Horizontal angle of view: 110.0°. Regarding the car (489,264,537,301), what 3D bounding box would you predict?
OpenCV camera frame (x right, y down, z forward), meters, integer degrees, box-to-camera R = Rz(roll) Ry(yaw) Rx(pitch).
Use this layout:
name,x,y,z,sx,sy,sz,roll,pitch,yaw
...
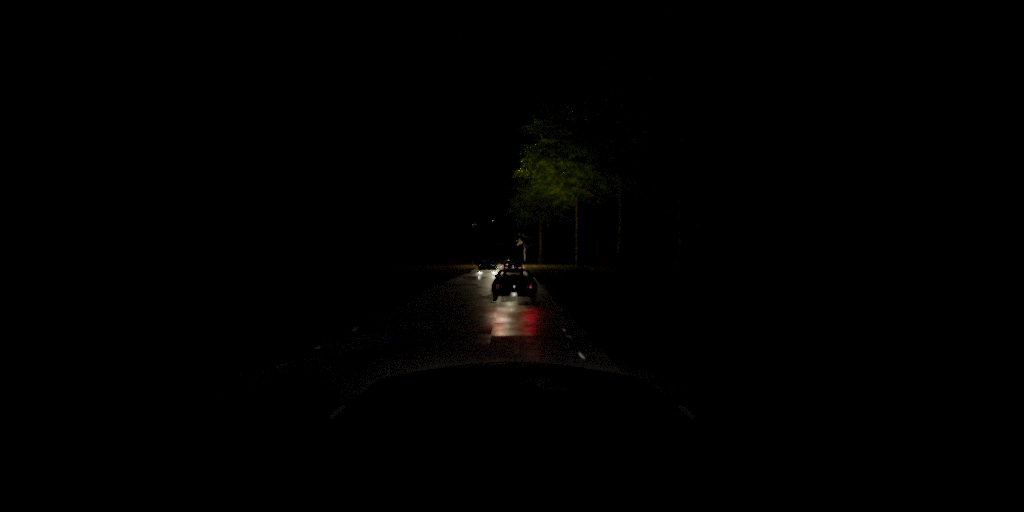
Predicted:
name,x,y,z,sx,sy,sz,roll,pitch,yaw
car,0.091,1.232,16.571,1.895,1.301,4.718,0,0,0

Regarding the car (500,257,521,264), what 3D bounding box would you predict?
name,x,y,z,sx,sy,sz,roll,pitch,yaw
car,0.085,1.047,34.036,2.033,1.411,5.357,0,0,0

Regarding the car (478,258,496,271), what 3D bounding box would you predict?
name,x,y,z,sx,sy,sz,roll,pitch,yaw
car,-2.849,0.927,41.946,1.882,1.535,5.008,0,0,0
